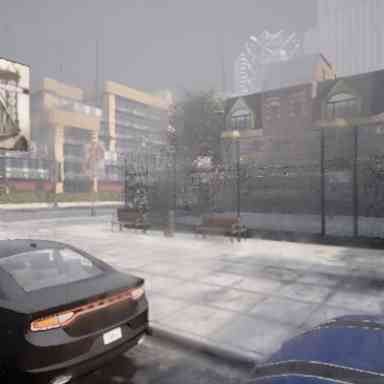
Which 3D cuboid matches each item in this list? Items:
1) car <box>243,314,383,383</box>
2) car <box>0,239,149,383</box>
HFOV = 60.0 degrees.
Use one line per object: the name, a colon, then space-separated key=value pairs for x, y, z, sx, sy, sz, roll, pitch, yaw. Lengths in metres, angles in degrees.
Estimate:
car: x=2.382 y=1.351 z=1.606 sx=4.553 sy=1.767 sz=2.185 roll=0 pitch=0 yaw=35
car: x=-2.930 y=1.495 z=5.223 sx=5.008 sy=1.535 sz=2.097 roll=0 pitch=0 yaw=35
